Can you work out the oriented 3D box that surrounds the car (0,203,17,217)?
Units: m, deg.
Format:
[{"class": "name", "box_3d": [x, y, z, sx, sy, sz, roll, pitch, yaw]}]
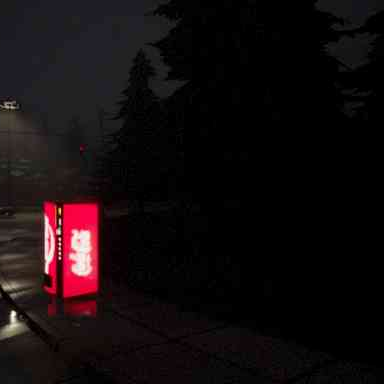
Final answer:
[{"class": "car", "box_3d": [-18.361, 1.623, 30.303, 4.718, 1.301, 1.895, 0, 0, 25]}]

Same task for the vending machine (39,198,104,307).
[{"class": "vending machine", "box_3d": [-2.607, 1.195, 7.209, 1.100, 2.100, 0.880, 0, 0, -39]}]
